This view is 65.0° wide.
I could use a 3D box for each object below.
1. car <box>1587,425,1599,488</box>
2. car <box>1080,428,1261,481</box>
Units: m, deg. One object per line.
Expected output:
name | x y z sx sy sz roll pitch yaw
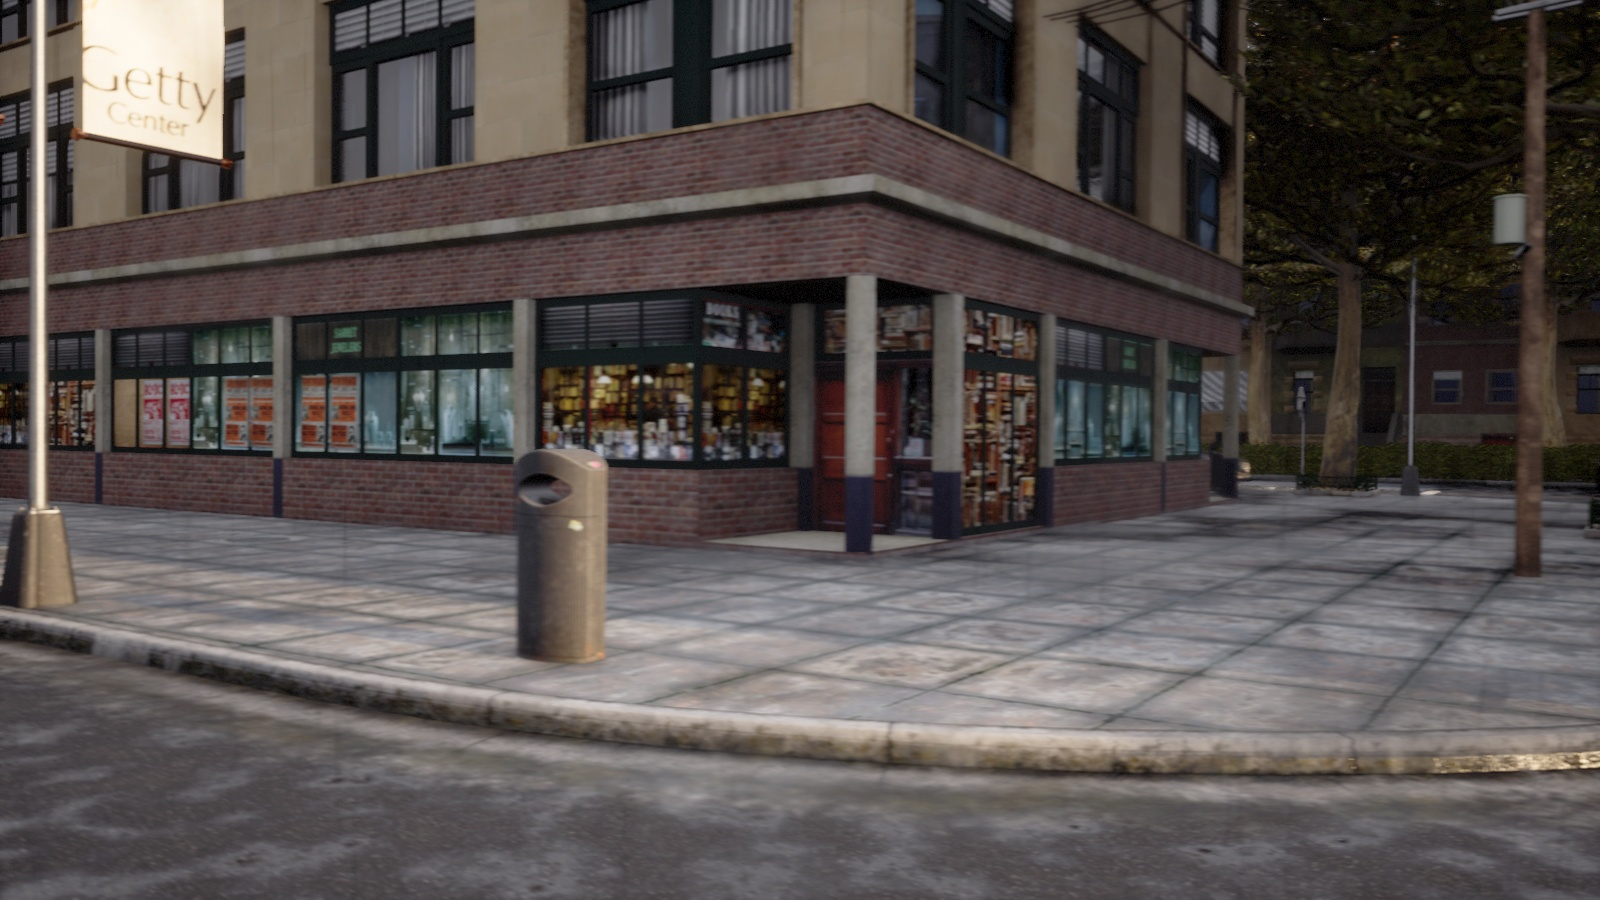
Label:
car | 20.836 0.156 28.336 2.163 1.488 4.792 -1 1 -28
car | 11.069 0.122 37.647 4.892 1.490 1.837 0 1 34
